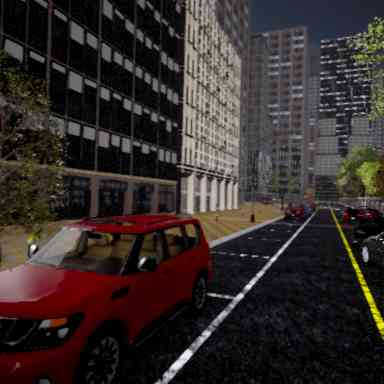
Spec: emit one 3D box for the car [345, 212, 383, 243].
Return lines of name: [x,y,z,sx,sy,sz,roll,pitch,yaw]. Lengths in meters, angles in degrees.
car: [9.291,1.958,16.368,1.837,1.490,4.892,1,-1,39]

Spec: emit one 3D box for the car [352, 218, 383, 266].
car: [6.876,1.817,10.234,1.837,1.490,4.892,1,-1,7]

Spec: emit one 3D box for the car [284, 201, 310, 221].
car: [11.278,2.062,36.225,2.192,1.841,5.009,1,-1,22]

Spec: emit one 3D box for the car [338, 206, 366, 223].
car: [16.165,2.374,33.720,1.812,1.442,4.674,1,-1,22]

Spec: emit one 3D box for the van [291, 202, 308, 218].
van: [13.358,2.206,41.359,1.690,1.788,3.998,1,-1,22]

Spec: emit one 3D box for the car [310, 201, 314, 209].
car: [17.449,2.619,51.468,1.752,1.417,4.829,1,-1,22]

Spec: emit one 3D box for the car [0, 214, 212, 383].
car: [-1.205,1.351,5.417,2.192,1.841,5.009,1,-1,22]

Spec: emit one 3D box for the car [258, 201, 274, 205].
car: [20.374,3.030,91.431,4.206,1.307,1.802,2,-1,23]

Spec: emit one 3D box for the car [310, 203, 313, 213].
car: [15.432,2.563,46.491,1.802,1.307,4.206,1,-1,22]

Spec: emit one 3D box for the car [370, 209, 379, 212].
car: [16.586,2.356,27.971,1.947,1.339,4.313,1,-1,22]

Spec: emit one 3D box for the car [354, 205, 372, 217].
car: [24.923,2.700,48.543,1.967,1.590,4.097,1,-1,22]

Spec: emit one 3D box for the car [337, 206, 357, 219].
car: [19.901,2.607,42.975,2.033,1.411,5.357,1,-1,22]

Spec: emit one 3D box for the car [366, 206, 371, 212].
car: [20.752,2.608,38.256,1.802,1.307,4.206,1,-1,22]

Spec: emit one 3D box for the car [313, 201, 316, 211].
car: [23.893,2.765,66.976,2.192,1.841,5.009,1,-1,22]
